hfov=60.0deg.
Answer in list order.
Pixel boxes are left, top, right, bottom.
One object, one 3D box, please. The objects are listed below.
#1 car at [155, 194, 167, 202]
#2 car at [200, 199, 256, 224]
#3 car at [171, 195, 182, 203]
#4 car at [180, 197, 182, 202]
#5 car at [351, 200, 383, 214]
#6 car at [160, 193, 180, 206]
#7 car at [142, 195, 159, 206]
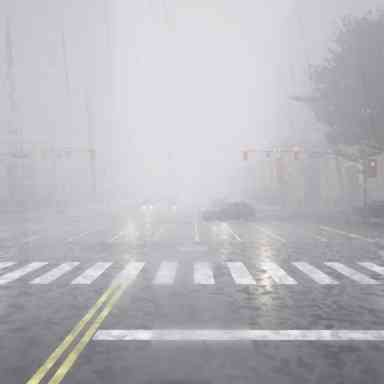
[{"bbox_3d":[-6.860,1.355,73.877,2.097,1.767,4.553,0,0,1],"label":"car"},{"bbox_3d":[2.793,1.505,25.240,4.892,1.490,1.837,0,-2,-40],"label":"car"},{"bbox_3d":[-3.355,1.525,74.406,2.128,1.511,4.902,0,0,1],"label":"car"},{"bbox_3d":[-3.514,1.221,64.183,2.150,2.045,5.566,0,0,1],"label":"car"},{"bbox_3d":[18.193,1.526,32.821,4.674,1.442,1.812,0,0,0],"label":"car"},{"bbox_3d":[-3.576,1.352,54.974,2.097,1.767,4.553,0,0,0],"label":"car"},{"bbox_3d":[-7.075,1.564,55.322,1.994,1.385,4.181,0,0,0],"label":"car"}]
